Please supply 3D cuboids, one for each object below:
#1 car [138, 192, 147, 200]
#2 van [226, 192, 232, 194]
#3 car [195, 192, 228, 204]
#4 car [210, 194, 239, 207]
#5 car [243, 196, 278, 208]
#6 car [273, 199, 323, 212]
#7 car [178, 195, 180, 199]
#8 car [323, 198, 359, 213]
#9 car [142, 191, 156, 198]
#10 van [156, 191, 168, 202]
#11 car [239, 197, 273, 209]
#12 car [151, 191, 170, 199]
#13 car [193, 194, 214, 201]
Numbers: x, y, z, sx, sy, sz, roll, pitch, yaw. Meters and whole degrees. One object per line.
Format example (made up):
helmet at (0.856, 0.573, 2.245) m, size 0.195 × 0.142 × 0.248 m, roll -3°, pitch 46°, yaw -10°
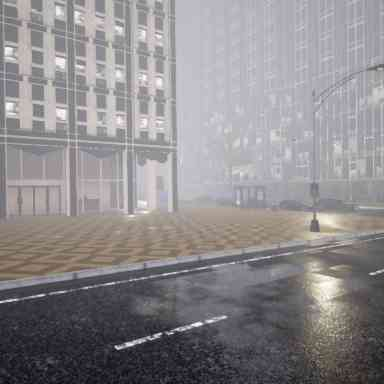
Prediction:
car at (-11.153, 1.039, 68.495) m, size 2.008 × 1.369 × 4.403 m, roll 0°, pitch 1°, yaw -34°
van at (5.413, 0.855, 59.188) m, size 1.690 × 1.788 × 3.998 m, roll 0°, pitch 1°, yaw -34°
car at (2.743, 1.188, 52.863) m, size 2.033 × 1.411 × 5.357 m, roll -1°, pitch 1°, yaw -34°
car at (4.902, 1.319, 45.049) m, size 1.947 × 1.339 × 4.313 m, roll 0°, pitch 1°, yaw -34°
car at (8.965, 1.305, 43.796) m, size 1.994 × 1.385 × 4.181 m, roll -1°, pitch 1°, yaw -35°
car at (11.280, 1.423, 35.637) m, size 1.947 × 1.339 × 4.313 m, roll 0°, pitch 1°, yaw -35°
car at (-4.247, 0.935, 73.242) m, size 1.802 × 1.307 × 4.206 m, roll 0°, pitch 1°, yaw -34°
car at (15.038, 1.364, 34.956) m, size 1.812 × 1.442 × 4.674 m, roll -1°, pitch 1°, yaw -34°
car at (-10.687, 0.685, 82.606) m, size 1.967 × 1.590 × 4.097 m, roll 0°, pitch 1°, yaw -34°
van at (-4.712, 0.937, 59.125) m, size 1.690 × 1.788 × 3.998 m, roll 0°, pitch 1°, yaw -34°
car at (8.074, 1.388, 40.333) m, size 1.802 × 1.307 × 4.206 m, roll 0°, pitch 1°, yaw -34°
car at (-7.467, 0.614, 77.922) m, size 2.192 × 1.841 × 5.009 m, roll 0°, pitch 1°, yaw -34°
car at (2.193, 1.043, 63.874) m, size 1.802 × 1.307 × 4.206 m, roll 0°, pitch 1°, yaw -34°
